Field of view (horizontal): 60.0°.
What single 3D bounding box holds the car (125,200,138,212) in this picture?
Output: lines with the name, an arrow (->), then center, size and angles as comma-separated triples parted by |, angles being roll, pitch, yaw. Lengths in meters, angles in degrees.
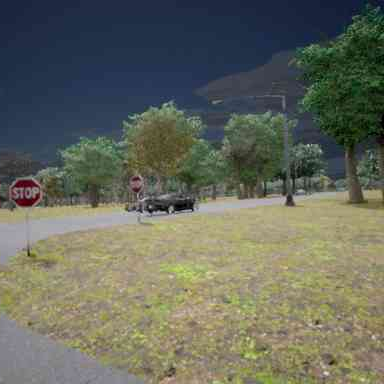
car -> -4.494, 1.182, 32.756 | 1.812, 1.442, 4.674 | -4, -1, 34

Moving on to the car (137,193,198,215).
car -> -1.425, 0.825, 24.887 | 1.882, 1.535, 5.008 | -4, -1, 34

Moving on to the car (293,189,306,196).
car -> 24.138, 0.159, 74.462 | 1.812, 1.442, 4.674 | -4, -1, 34
